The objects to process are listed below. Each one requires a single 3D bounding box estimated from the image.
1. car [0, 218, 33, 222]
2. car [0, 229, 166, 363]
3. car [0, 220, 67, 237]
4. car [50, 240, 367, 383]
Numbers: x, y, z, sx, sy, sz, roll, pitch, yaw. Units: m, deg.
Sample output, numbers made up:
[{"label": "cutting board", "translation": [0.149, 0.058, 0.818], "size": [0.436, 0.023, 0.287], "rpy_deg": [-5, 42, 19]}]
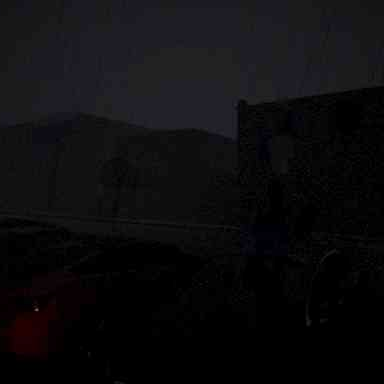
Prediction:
[{"label": "car", "translation": [-5.779, 1.506, 9.229], "size": [2.163, 1.488, 4.792], "rpy_deg": [0, 0, 35]}, {"label": "car", "translation": [-1.213, 1.508, 6.045], "size": [2.163, 1.488, 4.792], "rpy_deg": [0, 0, 35]}, {"label": "car", "translation": [-3.497, 1.517, 7.635], "size": [2.002, 1.452, 4.674], "rpy_deg": [0, 0, 35]}, {"label": "car", "translation": [1.041, 1.480, 4.411], "size": [2.231, 1.521, 4.892], "rpy_deg": [0, 0, 35]}]
